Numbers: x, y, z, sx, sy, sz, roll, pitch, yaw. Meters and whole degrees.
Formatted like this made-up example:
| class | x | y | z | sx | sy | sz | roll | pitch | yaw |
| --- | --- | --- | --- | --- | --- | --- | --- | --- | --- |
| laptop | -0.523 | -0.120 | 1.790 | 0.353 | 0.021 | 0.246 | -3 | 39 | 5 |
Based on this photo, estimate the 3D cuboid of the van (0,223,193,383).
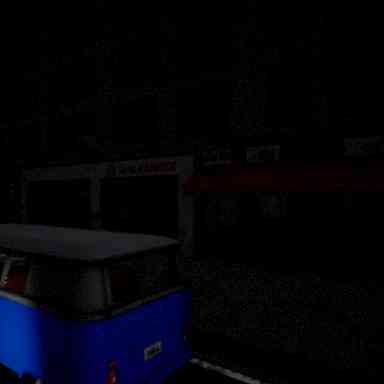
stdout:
| class | x | y | z | sx | sy | sz | roll | pitch | yaw |
| --- | --- | --- | --- | --- | --- | --- | --- | --- | --- |
| van | -1.901 | 1.377 | 4.436 | 3.998 | 1.788 | 1.690 | -1 | 0 | 36 |
